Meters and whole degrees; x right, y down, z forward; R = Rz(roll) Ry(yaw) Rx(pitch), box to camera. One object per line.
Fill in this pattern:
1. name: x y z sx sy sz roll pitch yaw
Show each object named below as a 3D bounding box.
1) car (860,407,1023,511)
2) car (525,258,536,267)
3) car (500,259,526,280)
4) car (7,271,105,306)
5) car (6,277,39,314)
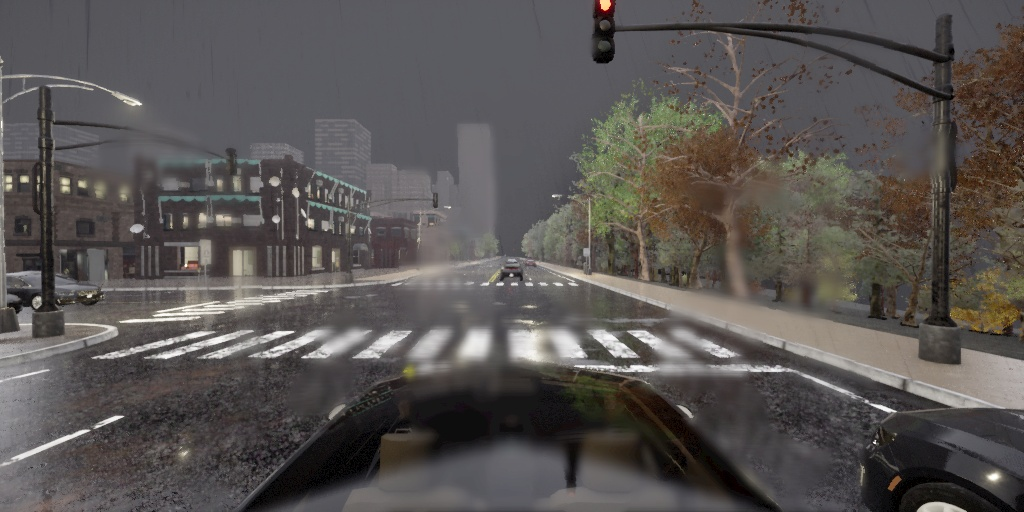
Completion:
1. car: 3.352 1.255 0.459 1.837 1.490 4.892 0 0 0
2. car: 3.224 1.252 63.392 1.812 1.442 4.674 0 0 0
3. car: 0.003 1.246 30.974 1.837 1.490 4.892 1 0 1
4. car: -20.310 1.480 15.163 4.892 1.490 1.837 -1 1 0
5. car: -19.969 1.565 12.459 4.313 1.339 1.948 0 0 0
